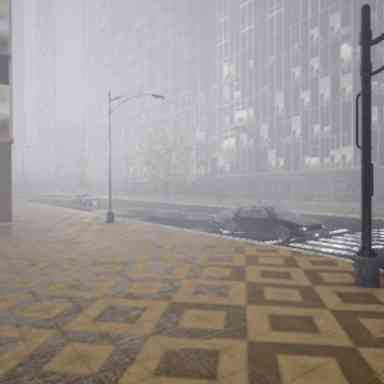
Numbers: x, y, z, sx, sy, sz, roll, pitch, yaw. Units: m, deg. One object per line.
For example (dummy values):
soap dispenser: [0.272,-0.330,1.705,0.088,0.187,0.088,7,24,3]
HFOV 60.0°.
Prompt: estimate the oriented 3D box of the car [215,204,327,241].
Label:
car: [3.384,1.285,15.446,2.033,1.411,5.357,-1,1,-38]

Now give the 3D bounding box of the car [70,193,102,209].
car: [-10.630,0.820,33.246,2.128,1.511,4.902,-1,2,-38]
